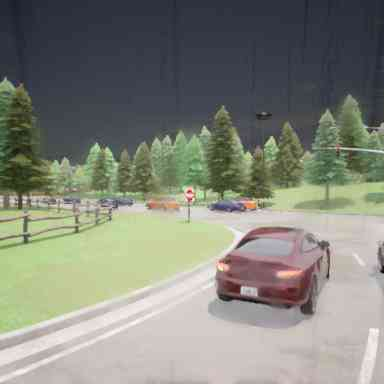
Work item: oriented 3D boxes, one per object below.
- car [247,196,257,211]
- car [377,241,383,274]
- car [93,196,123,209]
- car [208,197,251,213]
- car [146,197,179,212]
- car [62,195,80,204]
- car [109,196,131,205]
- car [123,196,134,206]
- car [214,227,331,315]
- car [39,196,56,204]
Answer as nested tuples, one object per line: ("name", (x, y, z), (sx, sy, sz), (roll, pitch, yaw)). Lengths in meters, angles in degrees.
("car", (5.526, 1.349, 39.755), (2.097, 1.767, 4.553), (0, 0, -40))
("car", (5.352, 1.547, 7.351), (2.033, 1.411, 5.357), (0, 0, 24))
("car", (-11.199, 1.523, 43.199), (1.812, 1.442, 4.674), (0, 0, -40))
("car", (3.760, 1.523, 36.431), (1.812, 1.442, 4.674), (0, 0, -40))
("car", (-3.608, 1.349, 39.685), (2.097, 1.767, 4.553), (0, 0, -40))
("car", (-22.565, 1.348, 61.944), (2.097, 1.767, 4.553), (0, 0, -40))
("car", (-13.515, 1.502, 62.114), (1.837, 1.490, 4.892), (0, 0, -40))
("car", (-11.548, 1.544, 54.406), (2.033, 1.411, 5.357), (0, 0, -40))
("car", (2.045, 1.526, 7.650), (1.812, 1.442, 4.674), (0, 0, 28))
("car", (-26.606, 1.522, 61.291), (1.812, 1.442, 4.674), (0, 0, -40))
